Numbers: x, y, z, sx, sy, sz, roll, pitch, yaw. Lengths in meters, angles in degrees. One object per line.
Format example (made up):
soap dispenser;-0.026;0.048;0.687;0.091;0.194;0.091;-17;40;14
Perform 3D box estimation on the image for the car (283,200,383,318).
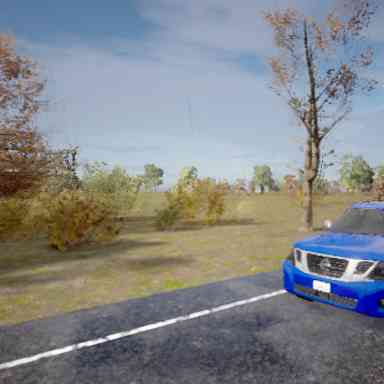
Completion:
car;4.399;1.215;7.136;5.566;2.045;2.150;0;0;-36
